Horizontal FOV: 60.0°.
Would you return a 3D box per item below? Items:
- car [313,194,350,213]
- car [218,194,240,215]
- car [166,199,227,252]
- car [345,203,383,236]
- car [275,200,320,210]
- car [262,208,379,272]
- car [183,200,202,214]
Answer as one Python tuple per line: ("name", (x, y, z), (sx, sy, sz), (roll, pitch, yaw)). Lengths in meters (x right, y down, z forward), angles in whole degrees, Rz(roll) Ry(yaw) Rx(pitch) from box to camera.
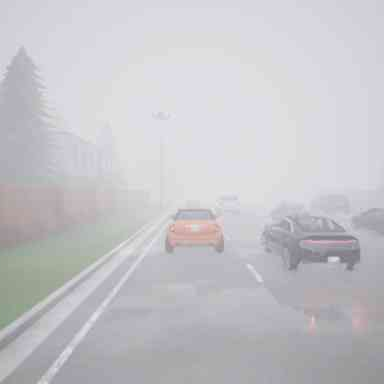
("car", (14.088, 1.247, 34.049), (2.150, 2.045, 5.566), (0, 0, 0))
("car", (3.589, 1.245, 34.051), (2.150, 2.045, 5.566), (0, 0, 0))
("car", (0.095, 1.362, 14.083), (2.097, 1.767, 4.553), (0, 0, 0))
("car", (10.594, 1.540, 18.363), (1.812, 1.442, 4.674), (0, 0, 0))
("car", (7.091, 1.565, 24.186), (2.033, 1.411, 5.357), (0, 0, 0))
("car", (3.596, 1.499, 10.863), (2.128, 1.511, 4.902), (0, 0, 0))
("car", (0.086, 1.589, 36.714), (1.994, 1.385, 4.181), (0, 0, 0))
